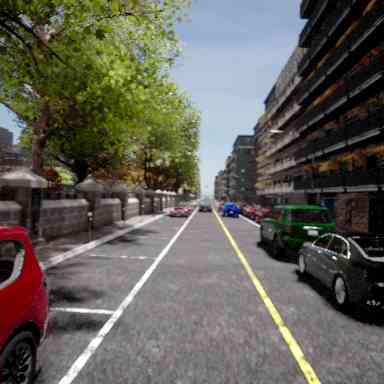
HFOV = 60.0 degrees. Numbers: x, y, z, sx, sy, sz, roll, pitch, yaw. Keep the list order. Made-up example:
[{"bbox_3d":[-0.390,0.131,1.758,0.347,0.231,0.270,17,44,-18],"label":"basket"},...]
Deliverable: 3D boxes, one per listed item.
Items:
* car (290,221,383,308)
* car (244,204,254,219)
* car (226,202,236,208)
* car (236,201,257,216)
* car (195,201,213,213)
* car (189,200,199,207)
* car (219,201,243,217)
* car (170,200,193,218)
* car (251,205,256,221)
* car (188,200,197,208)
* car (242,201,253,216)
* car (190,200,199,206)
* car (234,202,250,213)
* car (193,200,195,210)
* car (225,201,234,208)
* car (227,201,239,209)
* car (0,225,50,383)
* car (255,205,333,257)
[{"bbox_3d":[4.136,1.778,8.485,1.837,1.490,4.892,2,-1,2],"label":"car"},{"bbox_3d":[7.076,2.284,35.401,1.887,1.381,4.507,2,-1,2],"label":"car"},{"bbox_3d":[8.760,2.909,74.772,1.947,1.339,4.313,2,-1,2],"label":"car"},{"bbox_3d":[7.566,2.225,46.652,2.192,1.841,5.009,2,-1,2],"label":"car"},{"bbox_3d":[1.924,2.266,47.971,1.994,1.385,4.181,2,-1,2],"label":"car"},{"bbox_3d":[0.395,2.564,75.134,2.008,1.369,4.403,2,-1,2],"label":"car"},{"bbox_3d":[4.685,2.194,40.818,1.882,1.535,5.008,2,-1,3],"label":"car"},{"bbox_3d":[-1.286,1.850,35.765,1.967,1.590,4.097,2,-1,2],"label":"car"},{"bbox_3d":[6.836,2.200,29.776,1.887,1.381,4.507,2,-1,2],"label":"car"},{"bbox_3d":[0.148,2.448,69.340,1.752,1.417,4.829,2,-1,2],"label":"car"},{"bbox_3d":[7.321,2.265,41.026,1.967,1.590,4.097,2,-1,2],"label":"car"},{"bbox_3d":[0.629,2.625,80.589,1.752,1.417,4.829,2,-1,2],"label":"car"},{"bbox_3d":[7.803,2.435,52.276,1.967,1.590,4.097,2,-1,2],"label":"car"},{"bbox_3d":[-1.045,1.935,41.388,1.967,1.590,4.097,2,-1,2],"label":"car"},{"bbox_3d":[9.009,2.961,80.567,1.752,1.417,4.829,2,-1,2],"label":"car"},{"bbox_3d":[8.524,2.695,69.148,1.967,1.590,4.097,2,-1,2],"label":"car"},{"bbox_3d":[-2.725,1.232,2.020,2.192,1.841,5.009,2,-1,2],"label":"car"},{"bbox_3d":[4.405,1.584,14.513,2.150,2.045,5.566,2,-1,2],"label":"car"}]
